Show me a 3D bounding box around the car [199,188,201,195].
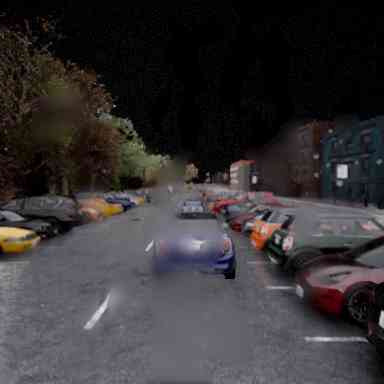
[{"bbox_3d":[4.555,0.335,73.362,4.892,1.521,2.231,0,1,0],"label":"car"}]

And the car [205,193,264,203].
[{"bbox_3d":[4.364,1.152,34.403,5.366,1.575,1.946,0,1,0],"label":"car"}]

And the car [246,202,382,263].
[{"bbox_3d":[4.512,1.374,12.117,4.553,1.767,2.185,0,0,0],"label":"car"}]

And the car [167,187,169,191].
[{"bbox_3d":[-8.487,0.240,78.920,4.792,1.488,2.163,0,1,0],"label":"car"}]

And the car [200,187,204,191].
[{"bbox_3d":[4.592,0.271,70.575,4.553,1.767,2.185,0,1,0],"label":"car"}]

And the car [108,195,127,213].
[{"bbox_3d":[-8.717,1.265,28.801,5.366,1.575,1.946,0,1,0],"label":"car"}]

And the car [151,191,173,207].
[{"bbox_3d":[-3.581,1.036,41.528,1.837,1.490,4.892,0,1,0],"label":"car"}]

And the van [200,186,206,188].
[{"bbox_3d":[4.680,-0.078,81.705,4.442,1.987,1.878,0,1,0],"label":"van"}]

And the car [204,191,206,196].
[{"bbox_3d":[4.548,0.929,45.534,5.008,1.535,2.097,0,1,0],"label":"car"}]

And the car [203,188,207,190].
[{"bbox_3d":[4.588,0.571,56.662,4.553,1.767,2.185,0,1,0],"label":"car"}]

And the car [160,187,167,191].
[{"bbox_3d":[-8.492,0.206,67.778,5.566,2.045,2.435,0,1,0],"label":"car"}]

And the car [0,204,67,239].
[{"bbox_3d":[-8.541,1.482,14.738,5.008,1.535,2.097,0,0,0],"label":"car"}]

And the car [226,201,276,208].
[{"bbox_3d":[4.551,1.453,17.694,5.008,1.535,2.097,0,1,0],"label":"car"}]

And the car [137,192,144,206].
[{"bbox_3d":[-8.531,1.083,39.939,4.674,1.452,2.002,0,1,0],"label":"car"}]

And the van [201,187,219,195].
[{"bbox_3d":[4.682,-0.201,87.145,4.442,1.987,1.878,0,1,0],"label":"van"}]

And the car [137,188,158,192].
[{"bbox_3d":[-8.497,0.563,51.072,5.566,2.045,2.435,0,1,0],"label":"car"}]

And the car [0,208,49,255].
[{"bbox_3d":[-8.351,1.497,11.949,5.366,1.575,1.946,0,0,0],"label":"car"}]

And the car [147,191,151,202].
[{"bbox_3d":[-8.533,0.930,45.508,4.892,1.521,2.231,0,1,0],"label":"car"}]

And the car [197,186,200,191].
[{"bbox_3d":[4.593,-0.167,84.486,5.566,2.045,2.435,0,1,0],"label":"car"}]

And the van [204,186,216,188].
[{"bbox_3d":[4.674,0.413,59.380,4.442,1.987,1.878,0,1,0],"label":"van"}]

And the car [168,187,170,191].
[{"bbox_3d":[-8.522,0.147,81.705,5.008,1.535,2.097,0,1,0],"label":"car"}]

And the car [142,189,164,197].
[{"bbox_3d":[-8.550,0.209,73.349,4.553,1.767,2.185,0,1,0],"label":"car"}]

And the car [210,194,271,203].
[{"bbox_3d":[4.554,1.211,31.620,5.008,1.535,2.097,0,1,0],"label":"car"}]

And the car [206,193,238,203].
[{"bbox_3d":[4.552,0.854,51.101,4.674,1.452,2.002,0,1,0],"label":"car"}]

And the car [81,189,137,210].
[{"bbox_3d":[-8.503,0.960,31.581,5.566,2.045,2.435,0,1,0],"label":"car"}]

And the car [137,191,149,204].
[{"bbox_3d":[-8.533,0.986,42.723,5.008,1.535,2.097,0,1,0],"label":"car"}]

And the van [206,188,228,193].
[{"bbox_3d":[4.435,0.760,42.747,4.442,1.987,1.878,0,1,0],"label":"van"}]

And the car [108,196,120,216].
[{"bbox_3d":[-8.527,1.326,25.894,5.008,1.535,2.097,0,1,0],"label":"car"}]

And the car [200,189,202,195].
[{"bbox_3d":[4.557,0.497,67.797,4.674,1.452,2.002,0,1,0],"label":"car"}]

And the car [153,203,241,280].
[{"bbox_3d":[0.073,1.378,10.216,2.097,1.767,4.553,0,0,0],"label":"car"}]

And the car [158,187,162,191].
[{"bbox_3d":[-8.490,0.453,62.210,4.553,1.767,2.185,0,1,0],"label":"car"}]

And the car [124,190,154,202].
[{"bbox_3d":[-8.493,0.630,53.858,4.553,1.767,2.185,0,1,0],"label":"car"}]

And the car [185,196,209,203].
[{"bbox_3d":[0.095,1.324,28.298,2.033,1.411,5.357,0,0,0],"label":"car"}]

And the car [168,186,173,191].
[{"bbox_3d":[-8.543,-0.227,87.142,5.566,2.045,2.435,0,1,0],"label":"car"}]

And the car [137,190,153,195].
[{"bbox_3d":[-8.554,0.902,48.291,4.792,1.488,2.163,0,1,0],"label":"car"}]

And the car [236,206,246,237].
[{"bbox_3d":[4.541,1.521,14.905,4.674,1.452,2.002,0,1,0],"label":"car"}]

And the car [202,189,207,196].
[{"bbox_3d":[4.741,0.752,53.882,5.366,1.575,1.946,0,1,0],"label":"car"}]

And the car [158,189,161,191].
[{"bbox_3d":[-8.517,0.638,59.429,5.008,1.535,2.097,0,1,0],"label":"car"}]

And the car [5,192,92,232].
[{"bbox_3d":[-8.563,1.204,17.525,5.566,2.045,2.435,0,1,0],"label":"car"}]

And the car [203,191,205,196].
[{"bbox_3d":[4.559,0.872,48.316,5.008,1.535,2.097,0,1,0],"label":"car"}]

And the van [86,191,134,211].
[{"bbox_3d":[-8.414,0.930,34.366,4.442,1.987,1.878,0,1,0],"label":"van"}]

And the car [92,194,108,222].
[{"bbox_3d":[-8.565,1.252,23.106,4.553,1.767,2.185,0,1,0],"label":"car"}]

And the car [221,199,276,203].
[{"bbox_3d":[4.551,1.418,20.483,5.008,1.535,2.097,0,1,0],"label":"car"}]

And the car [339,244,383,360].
[{"bbox_3d":[4.570,1.534,3.762,4.792,1.488,2.163,0,0,0],"label":"car"}]

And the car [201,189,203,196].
[{"bbox_3d":[4.587,0.608,62.232,4.792,1.488,2.163,0,1,0],"label":"car"}]

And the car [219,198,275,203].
[{"bbox_3d":[4.576,1.404,23.270,4.792,1.488,2.163,0,1,0],"label":"car"}]

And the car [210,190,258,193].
[{"bbox_3d":[4.582,0.976,37.058,4.553,1.767,2.185,0,1,0],"label":"car"}]

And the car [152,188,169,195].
[{"bbox_3d":[-8.482,-0.167,90.054,4.553,1.767,2.185,0,1,0],"label":"car"}]

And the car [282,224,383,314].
[{"bbox_3d":[4.513,1.542,6.549,4.792,1.488,2.163,0,0,0],"label":"car"}]

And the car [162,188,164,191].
[{"bbox_3d":[-8.526,0.518,64.997,5.008,1.535,2.097,0,1,0],"label":"car"}]
